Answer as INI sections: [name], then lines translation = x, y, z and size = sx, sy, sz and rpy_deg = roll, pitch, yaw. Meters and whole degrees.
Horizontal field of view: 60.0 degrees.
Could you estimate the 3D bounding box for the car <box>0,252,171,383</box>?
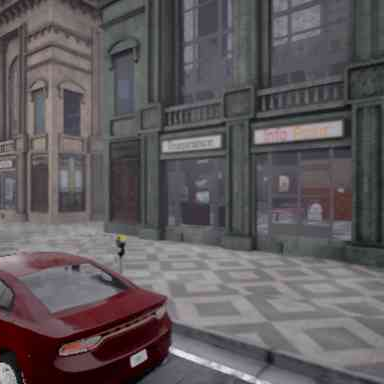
[car]
translation = -2.352, 1.523, 4.645
size = 4.507, 1.381, 1.887
rpy_deg = 0, 0, 36
